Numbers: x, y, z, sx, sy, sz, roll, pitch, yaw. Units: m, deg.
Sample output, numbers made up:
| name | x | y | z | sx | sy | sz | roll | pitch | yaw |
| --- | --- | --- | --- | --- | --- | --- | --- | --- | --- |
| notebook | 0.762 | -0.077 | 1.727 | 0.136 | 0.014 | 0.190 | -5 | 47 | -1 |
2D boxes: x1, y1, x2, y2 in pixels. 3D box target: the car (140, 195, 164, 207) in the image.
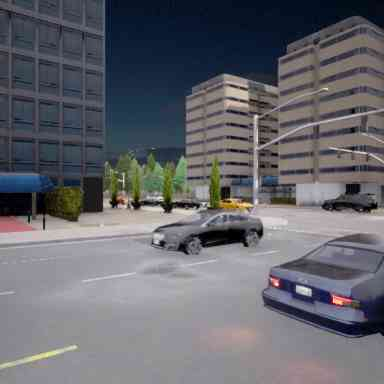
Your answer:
| name | x | y | z | sx | sy | sz | roll | pitch | yaw |
| --- | --- | --- | --- | --- | --- | --- | --- | --- | --- |
| car | -6.138 | 1.601 | 51.174 | 1.895 | 1.301 | 4.718 | 0 | 0 | -35 |

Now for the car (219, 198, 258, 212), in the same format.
| name | x | y | z | sx | sy | sz | roll | pitch | yaw |
| --- | --- | --- | --- | --- | --- | --- | --- | --- | --- |
| car | 5.594 | 1.505 | 40.521 | 1.837 | 1.490 | 4.892 | 0 | 0 | -35 |

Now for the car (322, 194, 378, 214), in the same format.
| name | x | y | z | sx | sy | sz | roll | pitch | yaw |
| --- | --- | --- | --- | --- | --- | --- | --- | --- | --- |
| car | 17.203 | 1.221 | 36.361 | 2.150 | 2.045 | 5.566 | -1 | 0 | -39 |

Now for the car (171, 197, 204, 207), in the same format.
| name | x | y | z | sx | sy | sz | roll | pitch | yaw |
| --- | --- | --- | --- | --- | --- | --- | --- | --- | --- |
| car | -0.865 | 1.601 | 43.641 | 1.895 | 1.301 | 4.718 | 0 | 0 | -35 |

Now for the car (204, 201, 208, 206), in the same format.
| name | x | y | z | sx | sy | sz | roll | pitch | yaw |
| --- | --- | --- | --- | --- | --- | --- | --- | --- | --- |
| car | 0.282 | 1.491 | 48.105 | 2.128 | 1.511 | 4.902 | 0 | 0 | -35 |

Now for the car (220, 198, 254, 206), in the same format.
| name | x | y | z | sx | sy | sz | roll | pitch | yaw |
| --- | --- | --- | --- | --- | --- | --- | --- | --- | --- |
| car | 4.495 | 1.478 | 35.987 | 1.882 | 1.535 | 5.008 | 0 | 0 | -35 |

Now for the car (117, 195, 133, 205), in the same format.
| name | x | y | z | sx | sy | sz | roll | pitch | yaw |
| --- | --- | --- | --- | --- | --- | --- | --- | --- | --- |
| car | -11.976 | 1.352 | 59.577 | 2.097 | 1.767 | 4.553 | 0 | 0 | -35 |

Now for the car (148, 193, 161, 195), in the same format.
| name | x | y | z | sx | sy | sz | roll | pitch | yaw |
| --- | --- | --- | --- | --- | --- | --- | --- | --- | --- |
| car | -5.783 | 1.221 | 56.788 | 2.150 | 2.045 | 5.566 | 0 | 0 | -34 |

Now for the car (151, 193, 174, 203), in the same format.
| name | x | y | z | sx | sy | sz | roll | pitch | yaw |
| --- | --- | --- | --- | --- | --- | --- | --- | --- | --- |
| car | -6.254 | 1.222 | 69.912 | 2.150 | 2.045 | 5.566 | 0 | 0 | -35 |

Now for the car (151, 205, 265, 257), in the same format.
| name | x | y | z | sx | sy | sz | roll | pitch | yaw |
| --- | --- | --- | --- | --- | --- | --- | --- | --- | --- |
| car | 0.744 | 1.491 | 13.138 | 4.902 | 1.511 | 2.128 | 0 | 0 | -36 |

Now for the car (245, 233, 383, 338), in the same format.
| name | x | y | z | sx | sy | sz | roll | pitch | yaw |
| --- | --- | --- | --- | --- | --- | --- | --- | --- | --- |
| car | 3.750 | 1.547 | 6.496 | 5.357 | 1.411 | 2.033 | 0 | 0 | -35 |
